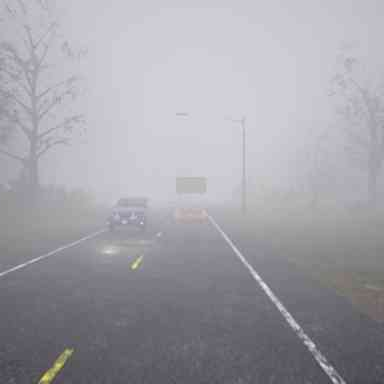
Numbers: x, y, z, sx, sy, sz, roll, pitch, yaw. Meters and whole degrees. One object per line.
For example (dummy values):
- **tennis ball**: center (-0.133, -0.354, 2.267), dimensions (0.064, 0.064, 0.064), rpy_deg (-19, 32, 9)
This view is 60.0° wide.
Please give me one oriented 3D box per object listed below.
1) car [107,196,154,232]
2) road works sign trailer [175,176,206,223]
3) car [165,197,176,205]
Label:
- **car**: center (-3.653, 1.285, 20.732), dimensions (2.150, 2.045, 5.566), rpy_deg (0, 0, 0)
- **road works sign trailer**: center (-0.078, 0.543, 26.177), dimensions (2.380, 3.560, 2.880), rpy_deg (0, 0, 1)
- **car**: center (-3.938, 1.712, 62.760), dimensions (1.812, 1.442, 4.674), rpy_deg (0, 0, 0)
